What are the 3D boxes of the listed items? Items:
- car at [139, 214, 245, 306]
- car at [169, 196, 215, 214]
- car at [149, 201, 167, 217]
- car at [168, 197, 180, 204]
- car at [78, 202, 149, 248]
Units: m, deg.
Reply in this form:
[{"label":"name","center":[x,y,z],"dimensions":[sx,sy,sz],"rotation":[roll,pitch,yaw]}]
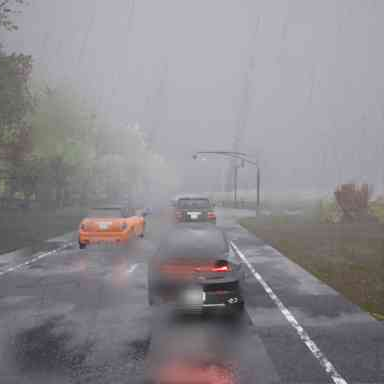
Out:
[{"label":"car","center":[0.098,1.507,8.008],"dimensions":[1.837,1.490,4.892],"rotation":[0,0,1]},{"label":"car","center":[0.105,1.226,17.917],"dimensions":[2.150,2.045,5.566],"rotation":[0,0,0]},{"label":"car","center":[-3.394,1.554,30.282],"dimensions":[2.033,1.411,5.357],"rotation":[0,0,0]},{"label":"car","center":[-3.388,1.605,63.595],"dimensions":[1.895,1.301,4.718],"rotation":[0,0,0]},{"label":"car","center":[-3.400,1.356,14.904],"dimensions":[2.097,1.767,4.553],"rotation":[0,0,0]}]
